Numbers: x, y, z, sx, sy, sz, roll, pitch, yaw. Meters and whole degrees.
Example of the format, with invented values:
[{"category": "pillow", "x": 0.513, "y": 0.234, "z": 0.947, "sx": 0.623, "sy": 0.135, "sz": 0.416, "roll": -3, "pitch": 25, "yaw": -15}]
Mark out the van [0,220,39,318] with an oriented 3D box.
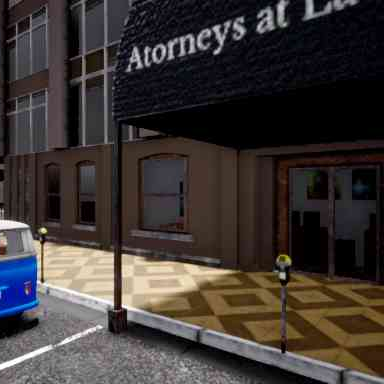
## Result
[{"category": "van", "x": -4.509, "y": 1.341, "z": 6.080, "sx": 3.998, "sy": 1.788, "sz": 1.690, "roll": 0, "pitch": 0, "yaw": 35}]
